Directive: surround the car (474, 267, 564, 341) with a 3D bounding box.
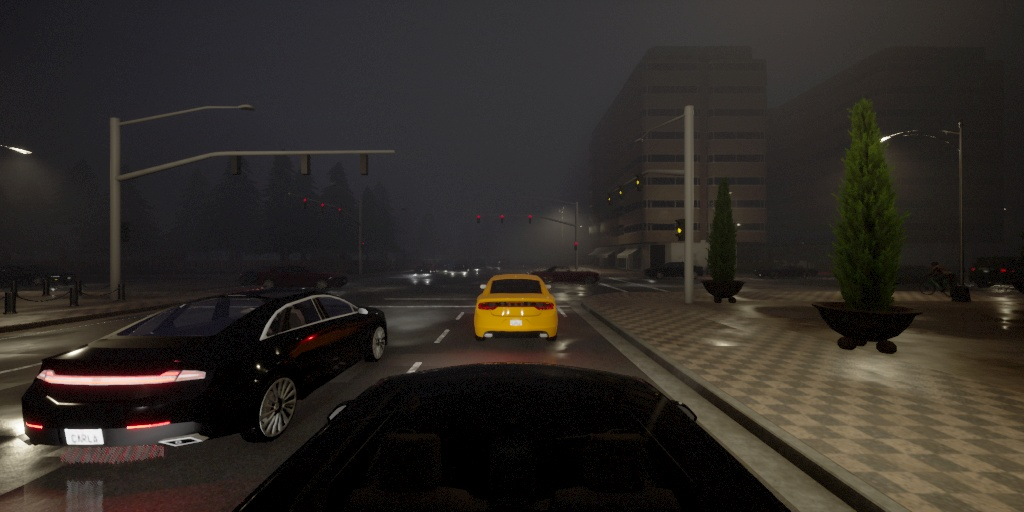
[{"bbox_3d":[0.101,1.228,9.897,1.882,1.535,5.008,0,0,0],"label":"car"}]

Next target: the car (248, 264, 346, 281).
[{"bbox_3d":[-12.634,1.244,21.704,5.008,1.535,1.882,0,0,0],"label":"car"}]

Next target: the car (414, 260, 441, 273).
[{"bbox_3d":[-10.394,1.351,43.599,1.895,1.301,4.718,0,0,1],"label":"car"}]

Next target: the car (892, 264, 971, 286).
[{"bbox_3d":[28.335,1.353,25.340,5.357,1.411,2.033,0,0,0],"label":"car"}]

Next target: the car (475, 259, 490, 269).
[{"bbox_3d":[-5.524,1.254,57.718,1.837,1.490,4.892,0,0,15],"label":"car"}]

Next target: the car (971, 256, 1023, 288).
[{"bbox_3d":[31.549,1.026,21.844,5.566,2.045,2.150,0,0,0],"label":"car"}]

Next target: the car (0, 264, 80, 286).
[{"bbox_3d":[-33.481,1.310,25.134,4.892,1.490,1.837,0,0,0],"label":"car"}]

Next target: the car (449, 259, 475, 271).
[{"bbox_3d":[-6.685,1.227,48.383,1.882,1.535,5.008,0,0,3],"label":"car"}]

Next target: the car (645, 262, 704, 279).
[{"bbox_3d":[14.628,1.283,32.491,5.008,1.535,1.882,0,0,0],"label":"car"}]

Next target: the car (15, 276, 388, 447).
[{"bbox_3d":[-3.425,1.242,5.313,2.128,1.511,4.902,0,0,0],"label":"car"}]

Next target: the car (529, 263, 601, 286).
[{"bbox_3d":[3.766,1.362,25.257,4.718,1.301,1.895,0,0,0],"label":"car"}]

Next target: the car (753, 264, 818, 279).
[{"bbox_3d":[24.704,1.406,32.522,4.718,1.301,1.895,0,0,0],"label":"car"}]

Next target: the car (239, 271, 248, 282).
[{"bbox_3d":[-16.778,1.364,25.441,4.181,1.385,1.994,0,0,-5],"label":"car"}]

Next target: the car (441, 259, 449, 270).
[{"bbox_3d":[-9.804,1.227,52.985,1.882,1.535,5.008,0,0,7],"label":"car"}]

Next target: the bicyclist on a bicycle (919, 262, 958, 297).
[{"bbox_3d":[20.278,1.106,17.026,0.582,1.620,1.656,0,0,0],"label":"bicyclist on a bicycle"}]
